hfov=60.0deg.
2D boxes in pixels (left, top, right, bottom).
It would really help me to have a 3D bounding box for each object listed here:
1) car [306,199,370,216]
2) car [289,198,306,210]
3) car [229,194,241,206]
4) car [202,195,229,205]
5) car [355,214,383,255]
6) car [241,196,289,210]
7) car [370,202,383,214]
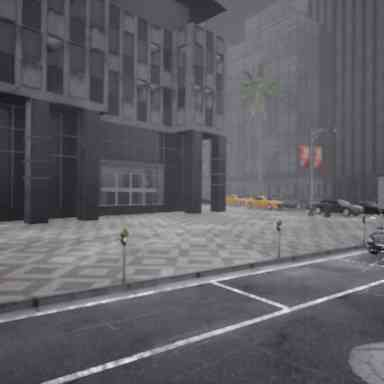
[{"bbox_3d":[13.783,1.442,31.678,1.837,1.490,4.892,1,1,-35],"label":"car"},{"bbox_3d":[12.250,1.407,39.455,1.994,1.385,4.181,1,1,-35],"label":"car"},{"bbox_3d":[6.371,1.146,47.741,1.882,1.535,5.008,1,1,-35],"label":"car"},{"bbox_3d":[2.638,1.205,47.391,1.895,1.301,4.718,1,1,-35],"label":"car"},{"bbox_3d":[8.330,1.664,12.603,4.403,1.369,2.008,1,0,-36],"label":"car"},{"bbox_3d":[8.489,1.254,39.138,1.882,1.535,5.008,1,1,-35],"label":"car"},{"bbox_3d":[17.340,1.598,32.295,1.895,1.301,4.718,1,1,-36],"label":"car"}]
